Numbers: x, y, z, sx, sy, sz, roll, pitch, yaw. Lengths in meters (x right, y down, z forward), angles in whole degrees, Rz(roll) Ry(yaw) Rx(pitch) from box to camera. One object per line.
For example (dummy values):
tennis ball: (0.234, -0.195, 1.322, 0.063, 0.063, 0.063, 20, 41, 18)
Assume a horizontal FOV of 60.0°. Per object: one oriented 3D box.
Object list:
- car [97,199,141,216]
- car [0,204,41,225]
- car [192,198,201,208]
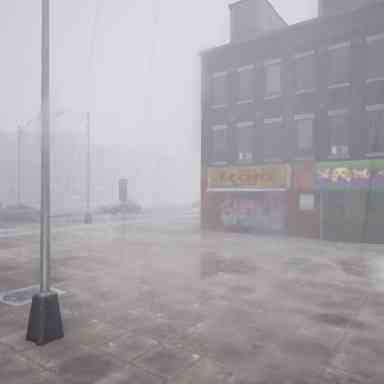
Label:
car: (-6.854, 1.439, 31.883, 1.812, 1.442, 4.674, 0, 0, 35)
car: (-12.773, 1.515, 23.502, 1.994, 1.385, 4.181, 0, 0, 36)
car: (1.868, 1.367, 44.187, 1.837, 1.490, 4.892, 0, 0, 36)
